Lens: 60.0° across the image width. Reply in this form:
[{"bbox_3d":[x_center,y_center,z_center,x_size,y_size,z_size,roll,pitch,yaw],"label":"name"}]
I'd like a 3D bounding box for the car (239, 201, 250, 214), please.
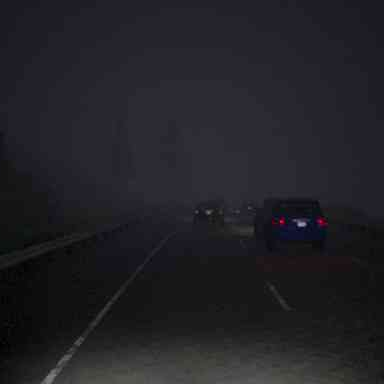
[{"bbox_3d":[6.163,1.641,36.217,1.994,1.385,4.181,0,0,8],"label":"car"}]

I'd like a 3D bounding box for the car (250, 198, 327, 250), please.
[{"bbox_3d":[4.071,1.255,14.575,2.150,2.045,5.566,0,0,3],"label":"car"}]

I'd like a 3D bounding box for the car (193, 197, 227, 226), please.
[{"bbox_3d":[1.254,1.400,23.814,2.097,1.767,4.553,0,0,5],"label":"car"}]
